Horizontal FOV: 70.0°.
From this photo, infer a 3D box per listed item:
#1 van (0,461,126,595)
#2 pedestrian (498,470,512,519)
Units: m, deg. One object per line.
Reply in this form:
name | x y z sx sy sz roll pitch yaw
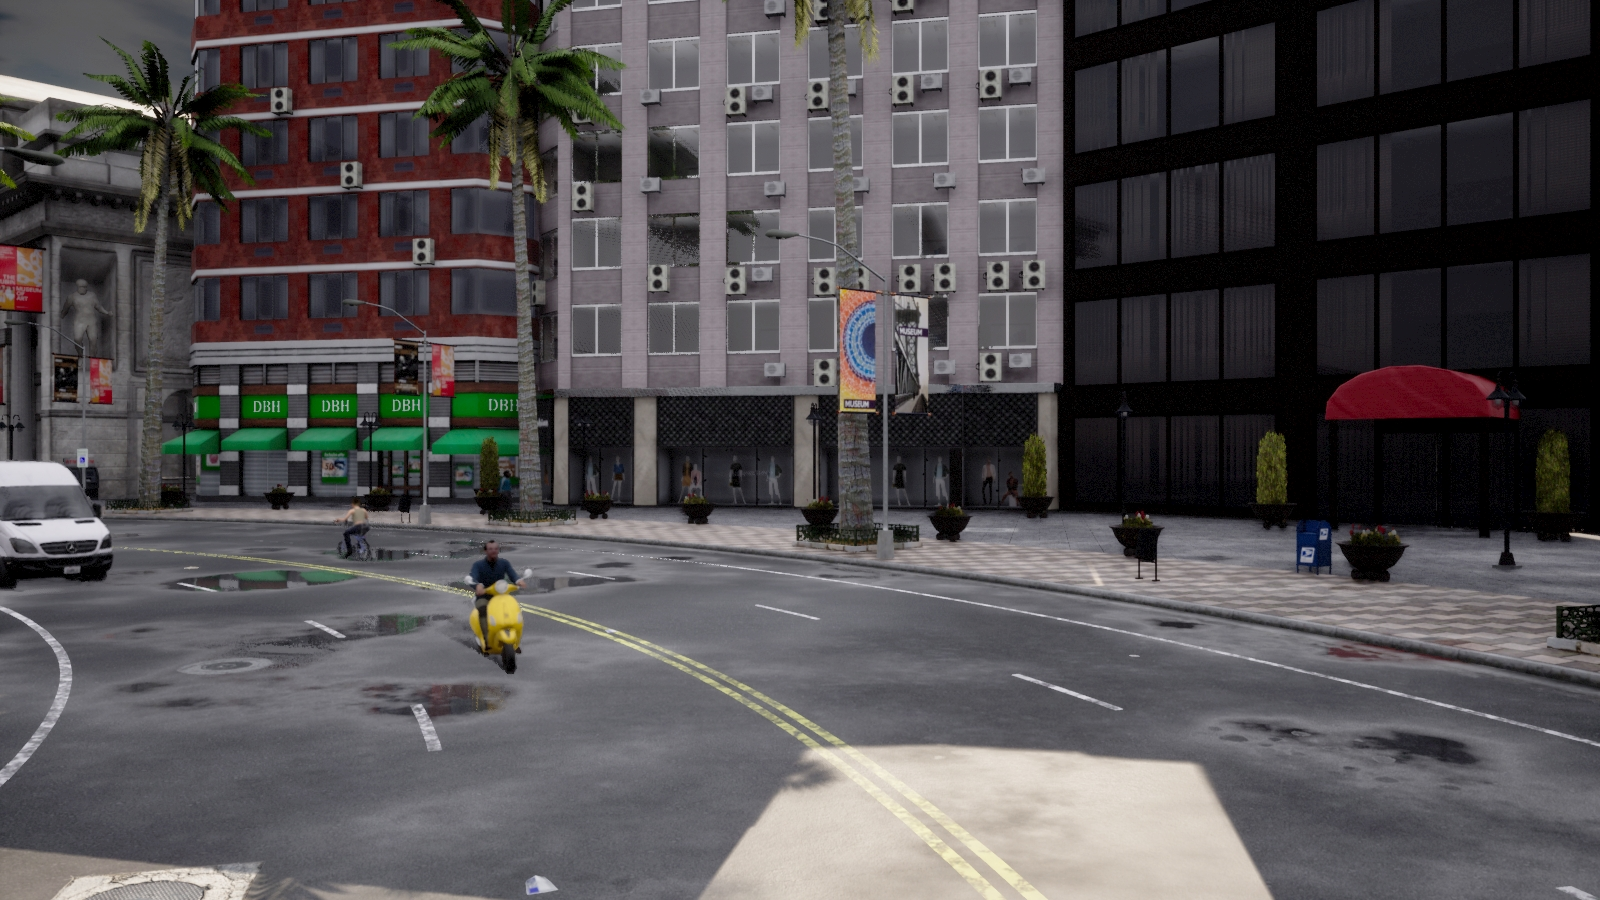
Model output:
van | -17.033 1.534 24.685 5.915 2.561 1.988 0 0 35
pedestrian | -11.366 1.697 44.031 0.375 1.860 0.375 0 0 30
